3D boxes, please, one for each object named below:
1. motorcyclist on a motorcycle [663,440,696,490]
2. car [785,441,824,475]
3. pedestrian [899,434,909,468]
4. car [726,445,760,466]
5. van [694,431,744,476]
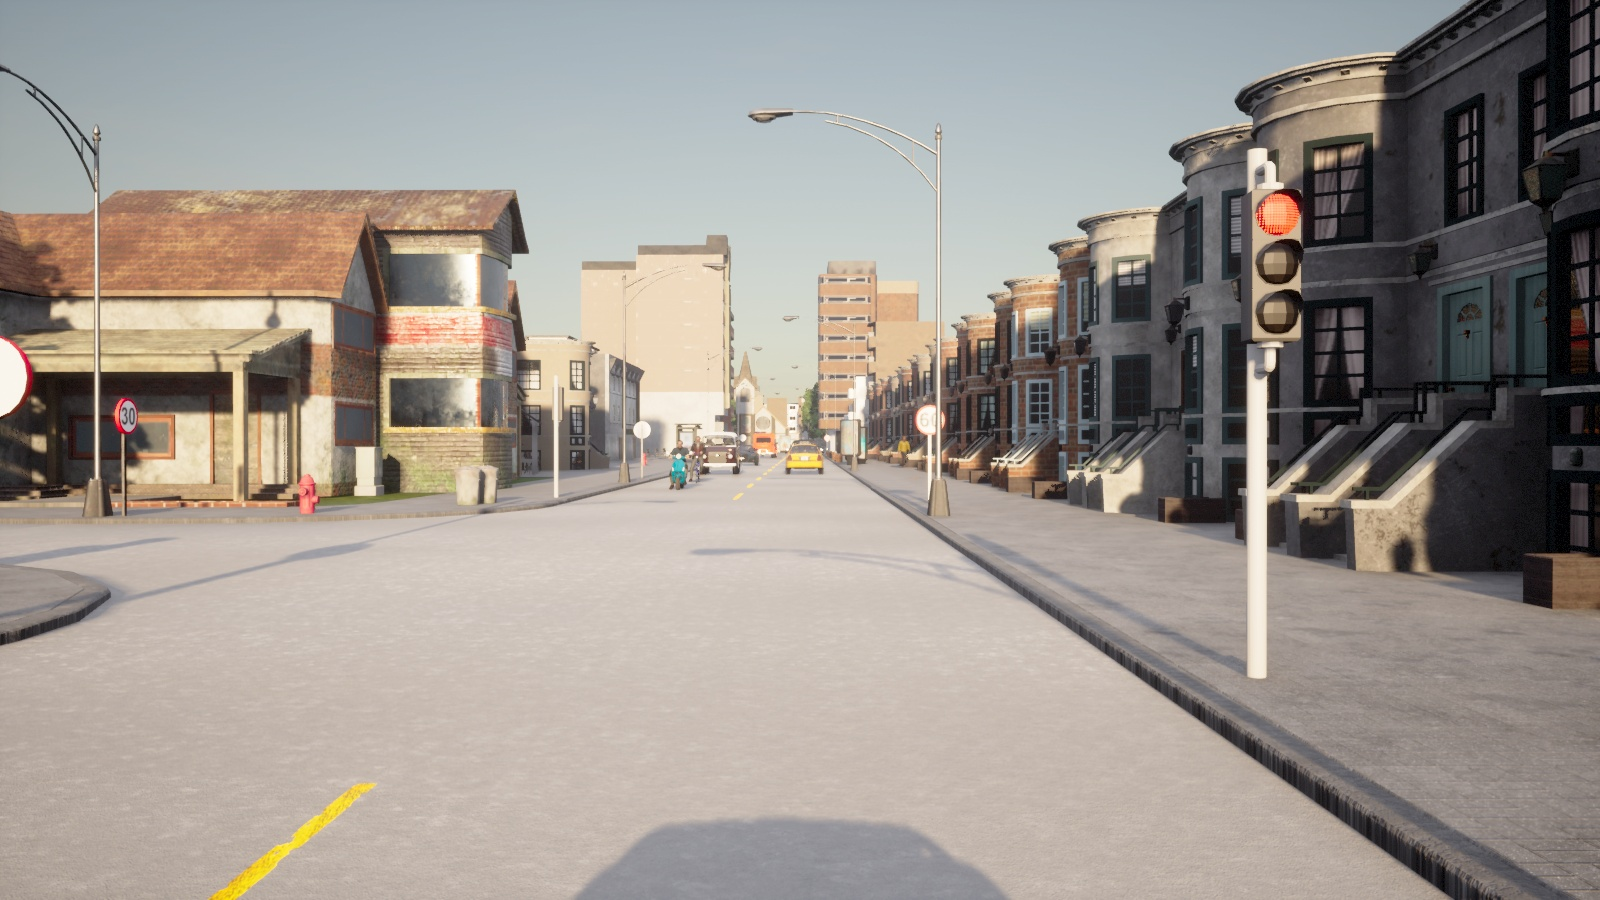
[{"bbox_3d":[-3.856,0.469,40.343,0.866,1.590,1.817,0,0,0],"label":"motorcyclist on a motorcycle"},{"bbox_3d":[0.219,0.340,61.201,1.801,1.575,5.366,0,0,0],"label":"car"},{"bbox_3d":[5.678,0.074,68.533,0.431,1.840,0.709,0,0,-9],"label":"pedestrian"},{"bbox_3d":[-3.705,0.343,82.203,1.994,1.385,4.181,0,0,0],"label":"car"},{"bbox_3d":[-3.788,0.131,59.419,2.069,2.038,4.480,0,0,0],"label":"van"}]
